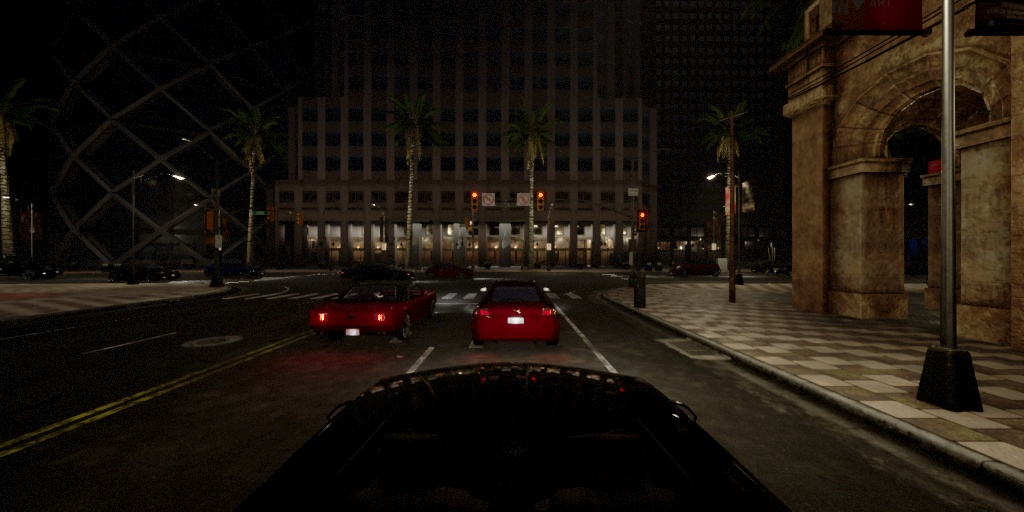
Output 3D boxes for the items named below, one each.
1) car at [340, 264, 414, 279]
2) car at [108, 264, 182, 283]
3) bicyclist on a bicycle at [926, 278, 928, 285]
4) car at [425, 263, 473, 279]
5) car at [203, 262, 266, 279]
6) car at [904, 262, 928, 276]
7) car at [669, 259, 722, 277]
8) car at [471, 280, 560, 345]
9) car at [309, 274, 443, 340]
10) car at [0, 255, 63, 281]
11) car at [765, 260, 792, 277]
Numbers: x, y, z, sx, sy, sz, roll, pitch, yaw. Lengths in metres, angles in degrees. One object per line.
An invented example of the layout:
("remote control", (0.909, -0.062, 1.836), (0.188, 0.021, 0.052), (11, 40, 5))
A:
("car", (-10.430, 1.297, 27.950), (5.357, 1.411, 2.033), (0, 0, 0))
("car", (-28.275, 1.313, 27.725), (4.181, 1.385, 1.994), (0, 0, -3))
("bicyclist on a bicycle", (24.678, 1.051, 20.563), (0.582, 1.620, 1.656), (0, 0, 0))
("car", (-5.482, 1.315, 31.434), (4.181, 1.385, 1.994), (0, 0, 0))
("car", (-24.206, 1.275, 31.350), (4.674, 1.442, 1.812), (0, 0, -1))
("car", (38.627, 1.297, 34.990), (5.357, 1.411, 2.033), (0, 0, 1))
("car", (17.817, 1.102, 35.066), (4.553, 1.767, 2.097), (0, 0, 0))
("car", (0.082, 1.314, 9.476), (1.994, 1.385, 4.181), (0, 0, 0))
("car", (-3.417, 1.351, 9.939), (1.895, 1.301, 4.718), (0, 0, 0))
("car", (-40.806, 0.969, 29.082), (5.566, 2.045, 2.150), (0, 0, -23))
("car", (28.192, 1.242, 35.035), (4.902, 1.511, 2.128), (0, 0, 0))
